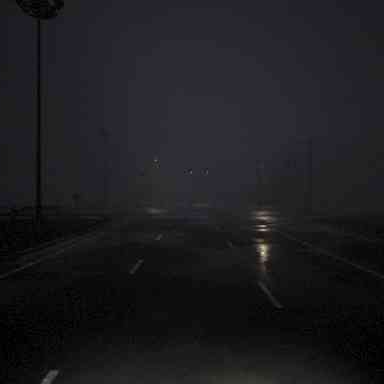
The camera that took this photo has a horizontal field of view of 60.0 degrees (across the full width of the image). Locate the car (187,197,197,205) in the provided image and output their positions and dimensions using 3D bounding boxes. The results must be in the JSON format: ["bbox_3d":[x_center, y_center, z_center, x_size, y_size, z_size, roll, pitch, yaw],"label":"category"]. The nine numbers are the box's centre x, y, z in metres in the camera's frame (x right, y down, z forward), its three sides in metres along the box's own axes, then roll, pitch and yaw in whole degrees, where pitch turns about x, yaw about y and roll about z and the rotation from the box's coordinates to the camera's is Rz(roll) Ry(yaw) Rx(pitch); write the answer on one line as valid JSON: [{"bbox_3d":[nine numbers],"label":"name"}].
[{"bbox_3d":[-0.023,2.057,74.888,2.097,1.767,4.553,0,-1,0],"label":"car"}]
